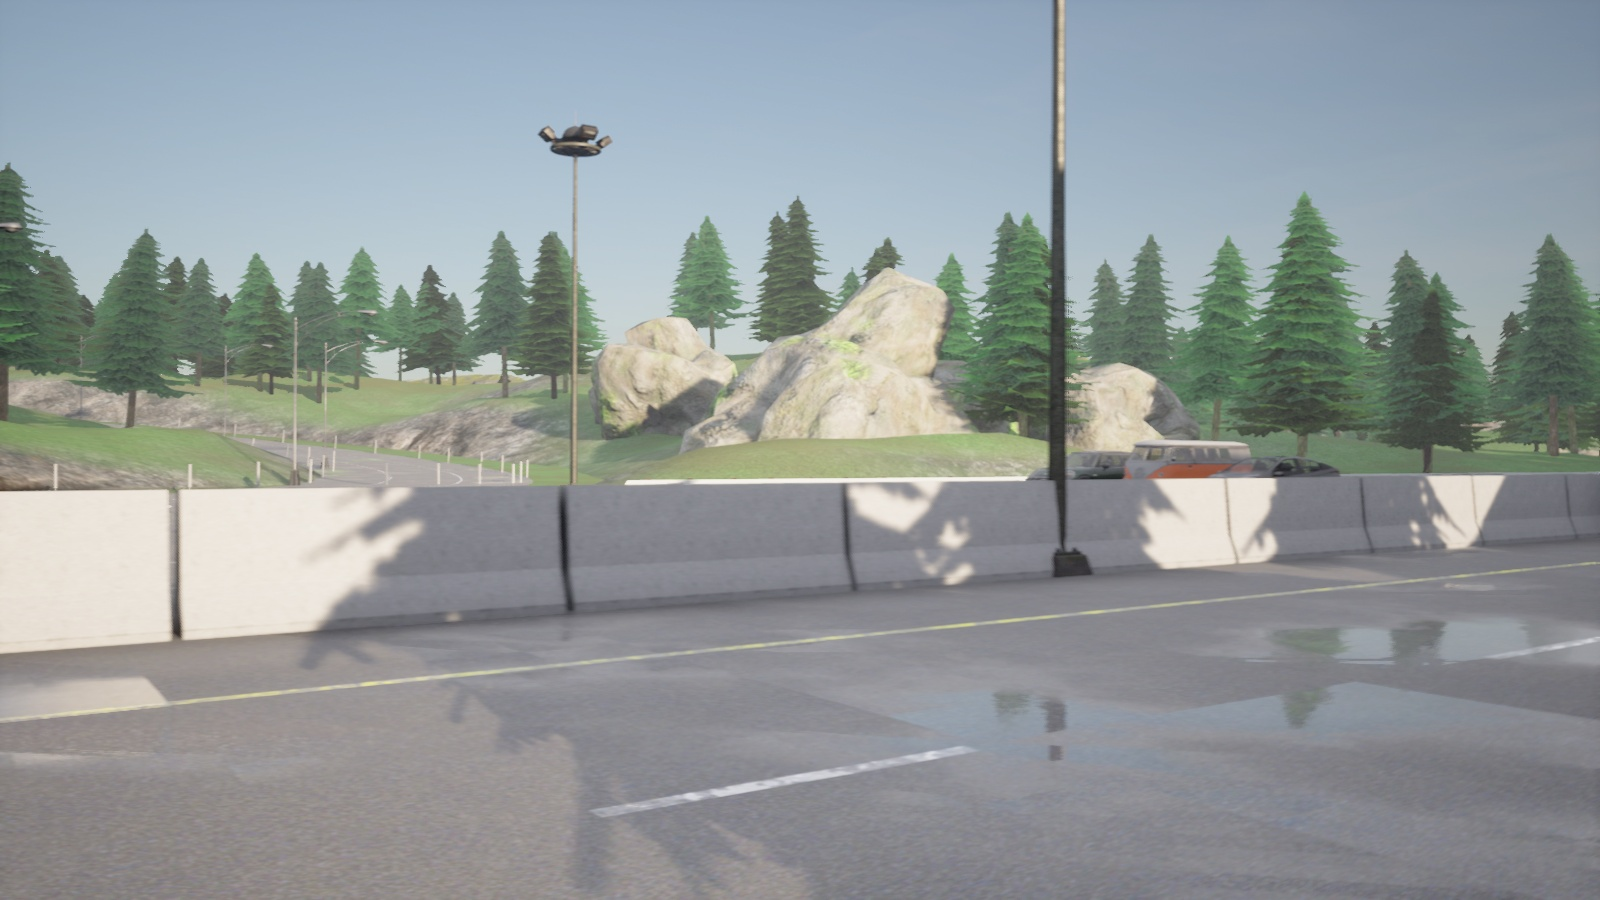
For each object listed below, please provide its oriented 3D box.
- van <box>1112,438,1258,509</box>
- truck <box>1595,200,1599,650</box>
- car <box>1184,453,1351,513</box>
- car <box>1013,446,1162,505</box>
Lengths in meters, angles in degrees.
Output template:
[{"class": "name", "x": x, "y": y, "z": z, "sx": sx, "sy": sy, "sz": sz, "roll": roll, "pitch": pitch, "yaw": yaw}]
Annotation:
[{"class": "van", "x": 11.446, "y": 0.659, "z": 37.210, "sx": 4.442, "sy": 1.987, "sz": 1.775, "roll": 0, "pitch": 0, "yaw": -35}, {"class": "truck", "x": 10.232, "y": -0.187, "z": 10.783, "sx": 7.936, "sy": 3.462, "sz": 2.891, "roll": 0, "pitch": 0, "yaw": -35}, {"class": "car", "x": 12.598, "y": 0.839, "z": 33.747, "sx": 4.514, "sy": 1.525, "sz": 2.007, "roll": 0, "pitch": 0, "yaw": -35}, {"class": "car", "x": 9.163, "y": 0.775, "z": 39.885, "sx": 4.553, "sy": 1.767, "sz": 2.097, "roll": 0, "pitch": 0, "yaw": -35}]
